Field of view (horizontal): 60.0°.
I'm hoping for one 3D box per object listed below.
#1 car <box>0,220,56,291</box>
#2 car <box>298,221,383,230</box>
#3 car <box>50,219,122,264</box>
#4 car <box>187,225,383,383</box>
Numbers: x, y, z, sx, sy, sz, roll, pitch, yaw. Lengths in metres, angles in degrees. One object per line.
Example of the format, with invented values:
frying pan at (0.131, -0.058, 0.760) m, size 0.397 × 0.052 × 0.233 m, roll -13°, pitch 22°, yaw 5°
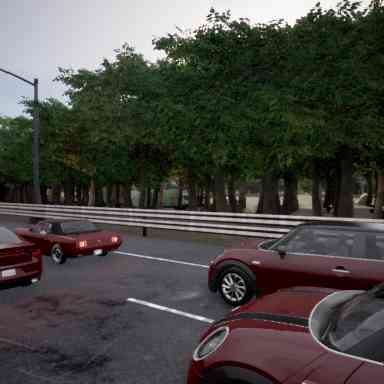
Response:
car at (-5.669, 1.479, 8.175) m, size 5.008 × 1.535 × 1.882 m, roll 0°, pitch 0°, yaw 37°
car at (2.545, 1.352, 6.532) m, size 4.553 × 1.767 × 2.097 m, roll 0°, pitch 0°, yaw 35°
car at (-4.729, 1.602, 11.826) m, size 4.718 × 1.301 × 1.895 m, roll 0°, pitch 0°, yaw 37°
car at (2.154, 1.352, 2.528) m, size 4.553 × 1.767 × 2.097 m, roll 0°, pitch 0°, yaw 35°
